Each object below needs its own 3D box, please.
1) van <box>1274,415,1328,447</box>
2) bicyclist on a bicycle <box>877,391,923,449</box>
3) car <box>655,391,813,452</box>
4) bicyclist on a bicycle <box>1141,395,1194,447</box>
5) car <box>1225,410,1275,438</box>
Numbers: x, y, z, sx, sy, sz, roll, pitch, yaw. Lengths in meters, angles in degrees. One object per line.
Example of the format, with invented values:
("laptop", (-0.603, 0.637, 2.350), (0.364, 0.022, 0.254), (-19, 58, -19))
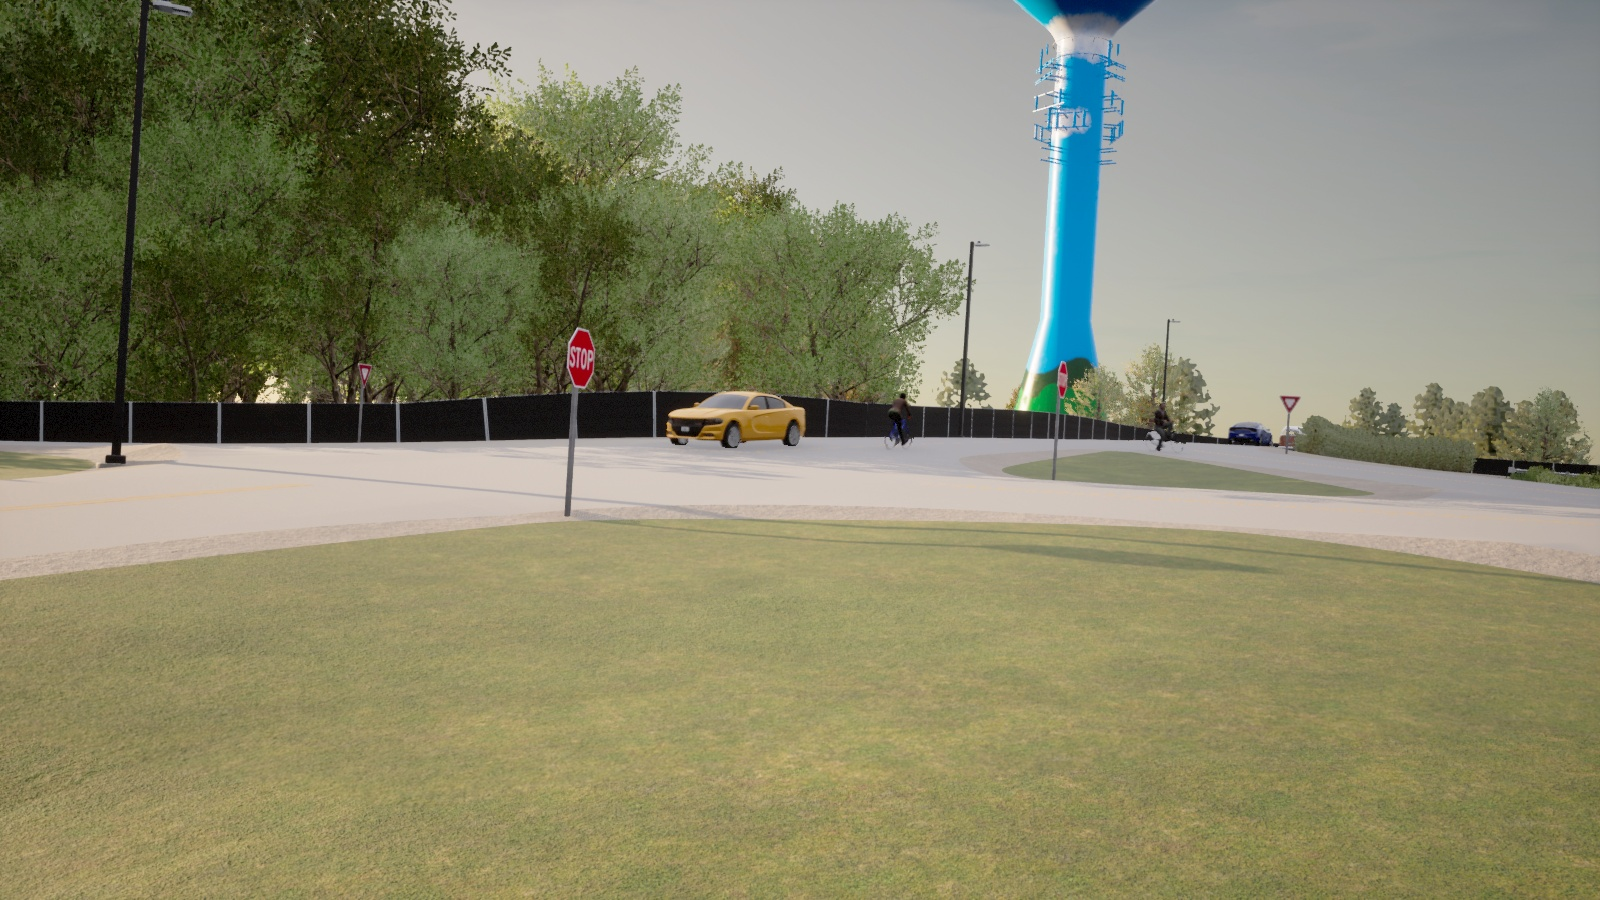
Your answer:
("van", (36.006, -1.339, 90.125), (2.069, 2.038, 4.480), (2, -2, 43))
("bicyclist on a bicycle", (2.858, -0.861, 35.760), (0.582, 1.620, 1.656), (2, 2, 32))
("car", (-1.711, -0.841, 34.667), (1.882, 1.535, 5.008), (2, 3, 31))
("bicyclist on a bicycle", (12.948, -1.048, 44.273), (0.659, 1.776, 1.843), (-3, 3, -30))
("car", (28.407, -1.621, 79.145), (1.882, 1.535, 5.008), (2, 0, 32))
